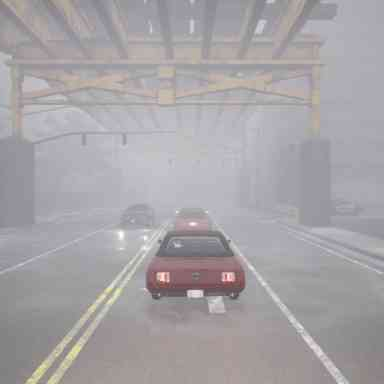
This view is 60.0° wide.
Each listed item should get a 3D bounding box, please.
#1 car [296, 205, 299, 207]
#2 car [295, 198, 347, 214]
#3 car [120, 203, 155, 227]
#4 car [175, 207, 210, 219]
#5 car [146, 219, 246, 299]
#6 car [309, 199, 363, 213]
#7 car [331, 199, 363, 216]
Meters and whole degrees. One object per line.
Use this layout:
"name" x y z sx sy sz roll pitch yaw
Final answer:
"car" 13.479 1.239 34.633 4.536 1.218 1.853 0 0 25
"car" 13.432 1.396 34.655 4.974 1.542 2.038 0 0 25
"car" -3.600 1.514 22.649 1.837 1.490 4.892 0 0 0
"car" 0.018 1.536 18.347 1.994 1.385 4.181 0 0 -1
"car" 0.059 1.594 8.387 1.895 1.301 4.718 0 0 0
"car" 13.174 1.247 30.512 4.536 1.218 1.853 0 0 -20
"car" 13.125 1.404 30.494 4.974 1.542 2.038 0 0 -20
